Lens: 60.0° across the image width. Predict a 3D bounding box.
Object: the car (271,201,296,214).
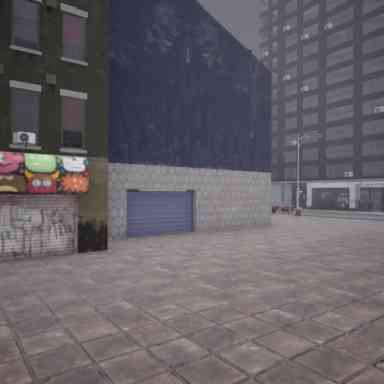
[{"bbox_3d":[8.763,1.638,35.768,1.895,1.301,4.718,1,0,-36],"label":"car"}]
